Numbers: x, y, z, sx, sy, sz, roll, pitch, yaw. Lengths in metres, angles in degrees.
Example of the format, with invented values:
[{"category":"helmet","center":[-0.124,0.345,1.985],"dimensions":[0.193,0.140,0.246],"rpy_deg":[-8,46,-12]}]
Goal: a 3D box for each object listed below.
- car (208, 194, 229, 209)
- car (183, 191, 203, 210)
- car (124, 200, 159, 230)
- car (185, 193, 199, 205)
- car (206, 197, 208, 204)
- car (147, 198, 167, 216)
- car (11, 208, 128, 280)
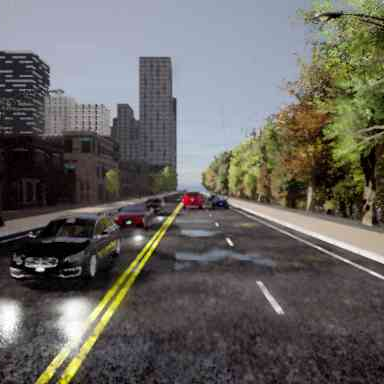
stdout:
[{"category":"car","center":[3.330,1.278,39.854],"dimensions":[1.994,1.385,4.181],"rpy_deg":[0,0,0]},{"category":"car","center":[0.078,0.943,38.930],"dimensions":[2.150,2.045,5.566],"rpy_deg":[0,0,0]},{"category":"car","center":[-3.356,1.423,19.708],"dimensions":[1.994,1.385,4.181],"rpy_deg":[0,0,0]},{"category":"car","center":[-0.014,0.996,49.526],"dimensions":[2.097,1.767,4.553],"rpy_deg":[0,0,0]},{"category":"car","center":[3.224,1.147,49.828],"dimensions":[1.837,1.490,4.892],"rpy_deg":[0,0,0]},{"category":"car","center":[-3.353,1.290,30.138],"dimensions":[1.837,1.490,4.892],"rpy_deg":[0,0,0]},{"category":"car","center":[-3.356,1.435,9.777],"dimensions":[1.837,1.490,4.892],"rpy_deg":[0,0,0]}]
